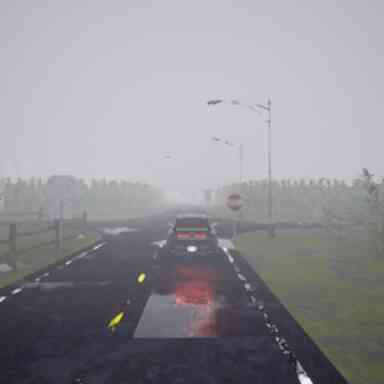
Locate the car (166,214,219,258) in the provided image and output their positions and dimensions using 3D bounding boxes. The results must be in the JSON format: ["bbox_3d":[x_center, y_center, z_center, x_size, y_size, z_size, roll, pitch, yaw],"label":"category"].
[{"bbox_3d":[0.014,1.648,13.440,1.837,1.490,4.892,0,0,0],"label":"car"}]
